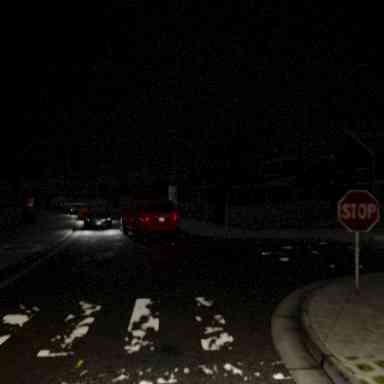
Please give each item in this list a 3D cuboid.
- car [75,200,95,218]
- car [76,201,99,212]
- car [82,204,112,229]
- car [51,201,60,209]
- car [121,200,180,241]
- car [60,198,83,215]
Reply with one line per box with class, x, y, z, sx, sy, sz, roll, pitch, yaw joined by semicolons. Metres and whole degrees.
car;-10.391;1.901;33.711;1.882;1.535;5.008;0;-1;-24
car;-15.460;2.107;49.098;1.882;1.535;5.008;0;-1;-34
car;-6.911;1.827;24.291;1.812;1.442;4.674;0;-1;-18
car;-23.953;2.356;60.269;2.033;1.411;5.357;0;-1;-41
car;-2.446;1.448;18.547;2.150;2.045;5.566;-1;0;-22
car;-15.077;1.775;42.932;2.150;2.045;5.566;0;-1;-31
